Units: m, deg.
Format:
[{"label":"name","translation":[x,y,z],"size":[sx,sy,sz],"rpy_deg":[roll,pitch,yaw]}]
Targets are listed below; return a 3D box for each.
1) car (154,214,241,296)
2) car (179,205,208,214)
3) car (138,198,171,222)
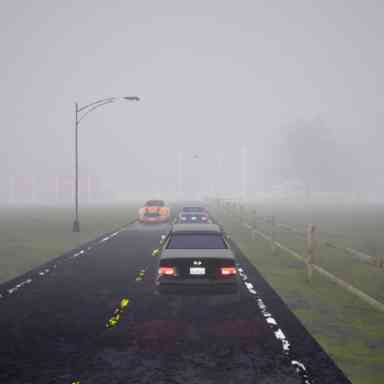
[{"label":"car","translation":[0.100,1.548,8.825],"size":[2.033,1.411,5.357],"rpy_deg":[0,0,0]},{"label":"car","translation":[0.101,1.556,21.493],"size":[2.033,1.411,5.357],"rpy_deg":[0,0,0]},{"label":"car","translation":[-2.841,1.367,25.948],"size":[2.097,1.767,4.553],"rpy_deg":[0,0,0]}]
